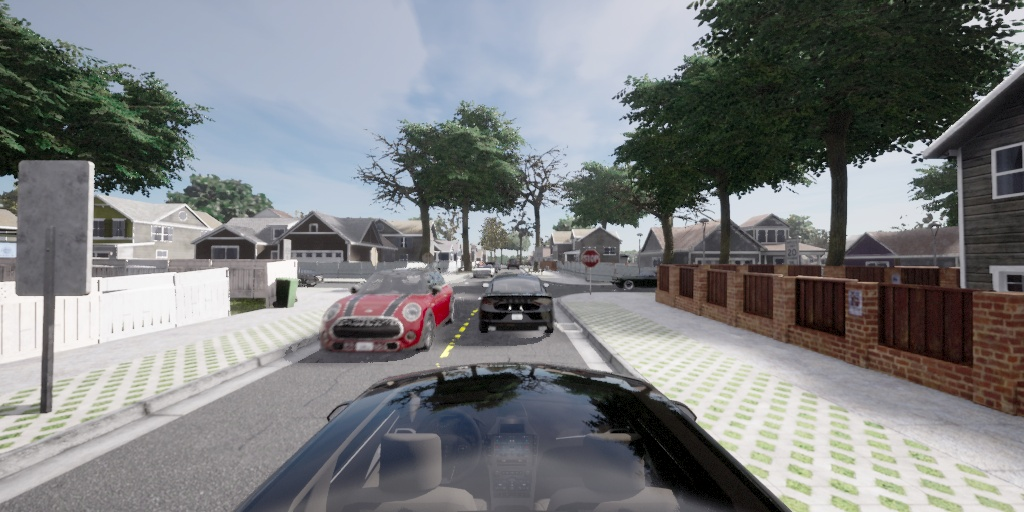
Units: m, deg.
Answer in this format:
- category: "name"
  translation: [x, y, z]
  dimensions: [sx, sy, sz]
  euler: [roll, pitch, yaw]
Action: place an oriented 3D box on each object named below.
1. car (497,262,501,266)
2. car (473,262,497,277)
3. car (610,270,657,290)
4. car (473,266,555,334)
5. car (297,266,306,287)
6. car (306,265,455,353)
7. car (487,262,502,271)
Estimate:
- category: "car"
  translation: [-2.749, 1.487, 46.121]
  dimensions: [1.837, 1.490, 4.892]
  euler: [0, -1, 0]
- category: "car"
  translation: [-2.777, 1.491, 35.749]
  dimensions: [1.895, 1.301, 4.718]
  euler: [0, 0, 0]
- category: "car"
  translation: [9.065, 1.609, 23.953]
  dimensions: [4.718, 1.301, 1.895]
  euler: [1, -1, -1]
- category: "car"
  translation: [0.120, 1.245, 10.694]
  dimensions: [1.882, 1.535, 5.008]
  euler: [0, 0, 0]
- category: "car"
  translation: [-13.510, 1.091, 20.752]
  dimensions: [4.892, 1.490, 1.837]
  euler: [1, -2, 0]
- category: "car"
  translation: [-2.770, 1.114, 8.995]
  dimensions: [2.097, 1.767, 4.553]
  euler: [0, 0, 0]
- category: "car"
  translation: [-2.725, 1.653, 56.767]
  dimensions: [2.033, 1.411, 5.357]
  euler: [0, -1, 0]
